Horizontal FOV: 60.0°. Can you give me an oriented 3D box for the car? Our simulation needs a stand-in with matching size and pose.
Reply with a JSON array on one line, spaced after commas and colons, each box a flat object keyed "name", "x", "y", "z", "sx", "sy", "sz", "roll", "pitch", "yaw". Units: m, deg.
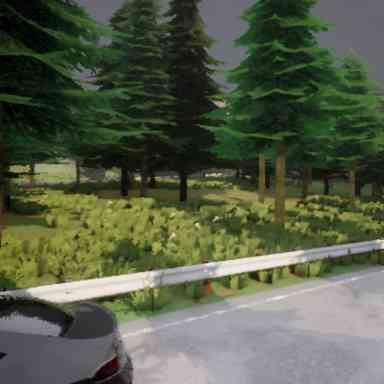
[{"name": "car", "x": -2.693, "y": 1.511, "z": 2.172, "sx": 4.674, "sy": 1.442, "sz": 1.812, "roll": 1, "pitch": 0, "yaw": -33}]
